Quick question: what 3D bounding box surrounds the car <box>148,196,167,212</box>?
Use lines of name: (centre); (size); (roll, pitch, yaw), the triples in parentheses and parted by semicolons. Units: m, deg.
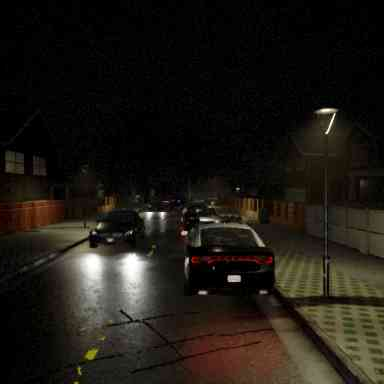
car: (-4.301, 1.603, 40.140); (1.812, 1.442, 4.674); (0, 0, -4)

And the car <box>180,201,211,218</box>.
car: (0.454, 1.493, 18.769); (1.882, 1.535, 5.008); (0, 0, -2)

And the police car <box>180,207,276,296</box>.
police car: (0.745, 1.427, 8.835); (1.930, 1.638, 5.238); (0, 0, -1)

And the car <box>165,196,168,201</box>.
car: (-7.283, 1.750, 90.490); (2.033, 1.411, 5.357); (0, 0, -3)

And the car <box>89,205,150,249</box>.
car: (-3.129, 1.536, 14.777); (1.812, 1.442, 4.674); (0, 0, -2)

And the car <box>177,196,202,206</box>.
car: (0.177, 1.379, 24.762); (2.097, 1.767, 4.553); (0, 0, -3)

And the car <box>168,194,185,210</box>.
car: (-1.833, 1.311, 45.804); (2.150, 2.045, 5.566); (0, 0, -3)

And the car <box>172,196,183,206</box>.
car: (-2.669, 1.602, 60.100); (1.882, 1.535, 5.008); (0, 0, -3)
